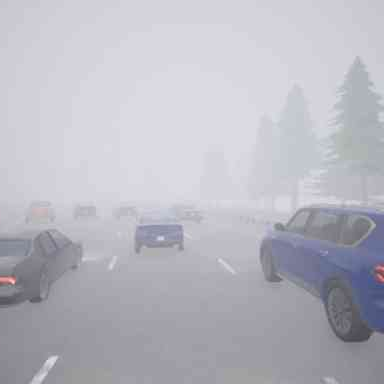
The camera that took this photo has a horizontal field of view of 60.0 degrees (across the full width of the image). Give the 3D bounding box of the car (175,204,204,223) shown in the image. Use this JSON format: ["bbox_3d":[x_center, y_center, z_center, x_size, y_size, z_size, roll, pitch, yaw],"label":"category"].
[{"bbox_3d":[-0.722,1.616,25.740,2.033,1.411,5.357,0,0,-17],"label":"car"}]

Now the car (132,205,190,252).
[{"bbox_3d":[-1.517,1.522,14.353,1.882,1.535,5.008,0,0,-9],"label":"car"}]

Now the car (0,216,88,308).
[{"bbox_3d":[-4.103,1.593,8.175,2.033,1.411,5.357,0,0,-6],"label":"car"}]

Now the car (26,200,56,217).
[{"bbox_3d":[-12.804,1.500,28.362,2.097,1.767,4.553,0,0,-21],"label":"car"}]

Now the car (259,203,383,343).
[{"bbox_3d":[3.095,1.221,6.648,2.150,2.045,5.566,0,0,-6],"label":"car"}]

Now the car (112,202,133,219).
[{"bbox_3d":[-6.270,1.640,30.852,1.812,1.442,4.674,0,0,-21],"label":"car"}]

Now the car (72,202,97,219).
[{"bbox_3d":[-9.954,1.614,30.699,1.882,1.535,5.008,0,0,-22],"label":"car"}]
